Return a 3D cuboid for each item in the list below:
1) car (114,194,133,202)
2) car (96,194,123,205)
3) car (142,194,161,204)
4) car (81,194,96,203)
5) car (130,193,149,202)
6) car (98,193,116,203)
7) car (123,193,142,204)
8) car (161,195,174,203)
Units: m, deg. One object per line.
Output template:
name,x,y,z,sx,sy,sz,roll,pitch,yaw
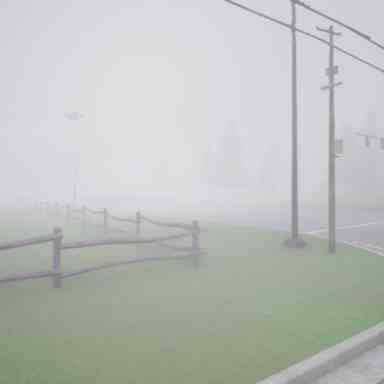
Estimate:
car,-13.969,1.276,67.621,1.837,1.490,4.892,0,0,-35
car,-13.749,1.457,55.227,1.895,1.301,4.718,0,0,-35
car,-8.108,1.285,59.287,1.882,1.535,5.008,0,0,-35
car,-19.679,1.208,63.570,2.097,1.767,4.553,0,0,-35
car,-11.090,1.081,69.609,2.097,1.767,4.553,0,0,-35
car,-16.816,1.184,65.583,2.097,1.767,4.553,0,0,-35
car,-10.970,1.310,57.272,1.882,1.535,5.008,0,0,-35
car,-5.198,1.274,61.233,2.128,1.511,4.902,0,0,-35
